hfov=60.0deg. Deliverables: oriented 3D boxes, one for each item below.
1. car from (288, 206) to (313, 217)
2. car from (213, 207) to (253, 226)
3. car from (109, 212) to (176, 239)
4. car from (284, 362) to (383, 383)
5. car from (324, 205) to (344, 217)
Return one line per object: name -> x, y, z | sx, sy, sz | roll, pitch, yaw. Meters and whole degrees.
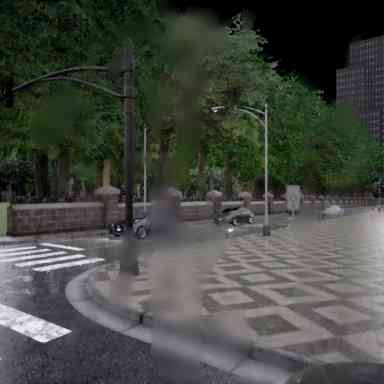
car -> 14.147, 2.532, 43.299 | 1.895, 1.301, 4.718 | 0, -1, 36
car -> 3.623, 2.055, 28.545 | 1.837, 1.490, 4.892 | 0, -1, 35
car -> -2.781, 1.887, 19.520 | 1.994, 1.385, 4.181 | 0, -1, 35
car -> 2.349, 1.551, 1.281 | 4.403, 1.369, 2.008 | 0, 0, 36
car -> 19.345, 2.550, 45.181 | 1.812, 1.442, 4.674 | 0, -1, 35
